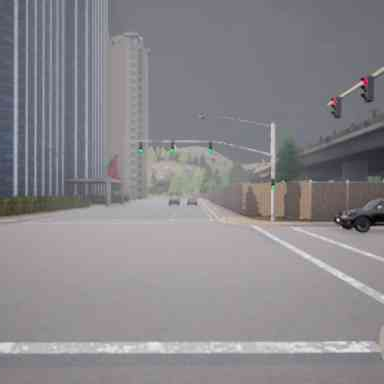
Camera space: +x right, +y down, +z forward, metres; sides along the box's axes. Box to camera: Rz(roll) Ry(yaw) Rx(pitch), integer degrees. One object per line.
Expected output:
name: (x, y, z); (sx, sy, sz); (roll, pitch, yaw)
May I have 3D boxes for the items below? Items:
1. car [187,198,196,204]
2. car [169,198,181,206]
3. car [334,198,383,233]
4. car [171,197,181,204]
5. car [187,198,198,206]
car: (-0.051, 2.008, 74.256); (1.895, 1.301, 4.718); (0, 0, 0)
car: (-3.446, 1.833, 63.901); (1.882, 1.535, 5.008); (0, 0, 0)
car: (11.831, 1.392, 20.623); (5.566, 2.045, 2.150); (0, 0, 0)
car: (-3.550, 1.952, 74.118); (2.033, 1.411, 5.357); (0, 0, 0)
car: (0.055, 1.922, 64.294); (1.994, 1.385, 4.181); (0, 0, 0)
